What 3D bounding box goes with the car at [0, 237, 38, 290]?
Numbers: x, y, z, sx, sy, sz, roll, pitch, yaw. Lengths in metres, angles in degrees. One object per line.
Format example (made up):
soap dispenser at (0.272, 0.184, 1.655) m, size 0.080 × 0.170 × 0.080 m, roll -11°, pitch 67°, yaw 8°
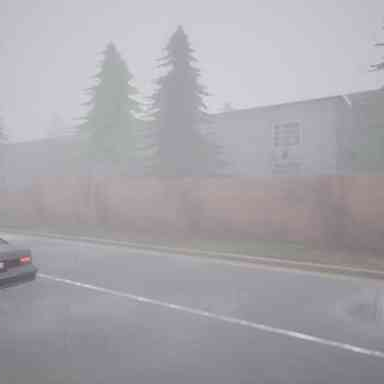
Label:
car at (-5.855, 1.490, 7.829) m, size 5.357 × 1.411 × 2.033 m, roll 0°, pitch 1°, yaw 34°
